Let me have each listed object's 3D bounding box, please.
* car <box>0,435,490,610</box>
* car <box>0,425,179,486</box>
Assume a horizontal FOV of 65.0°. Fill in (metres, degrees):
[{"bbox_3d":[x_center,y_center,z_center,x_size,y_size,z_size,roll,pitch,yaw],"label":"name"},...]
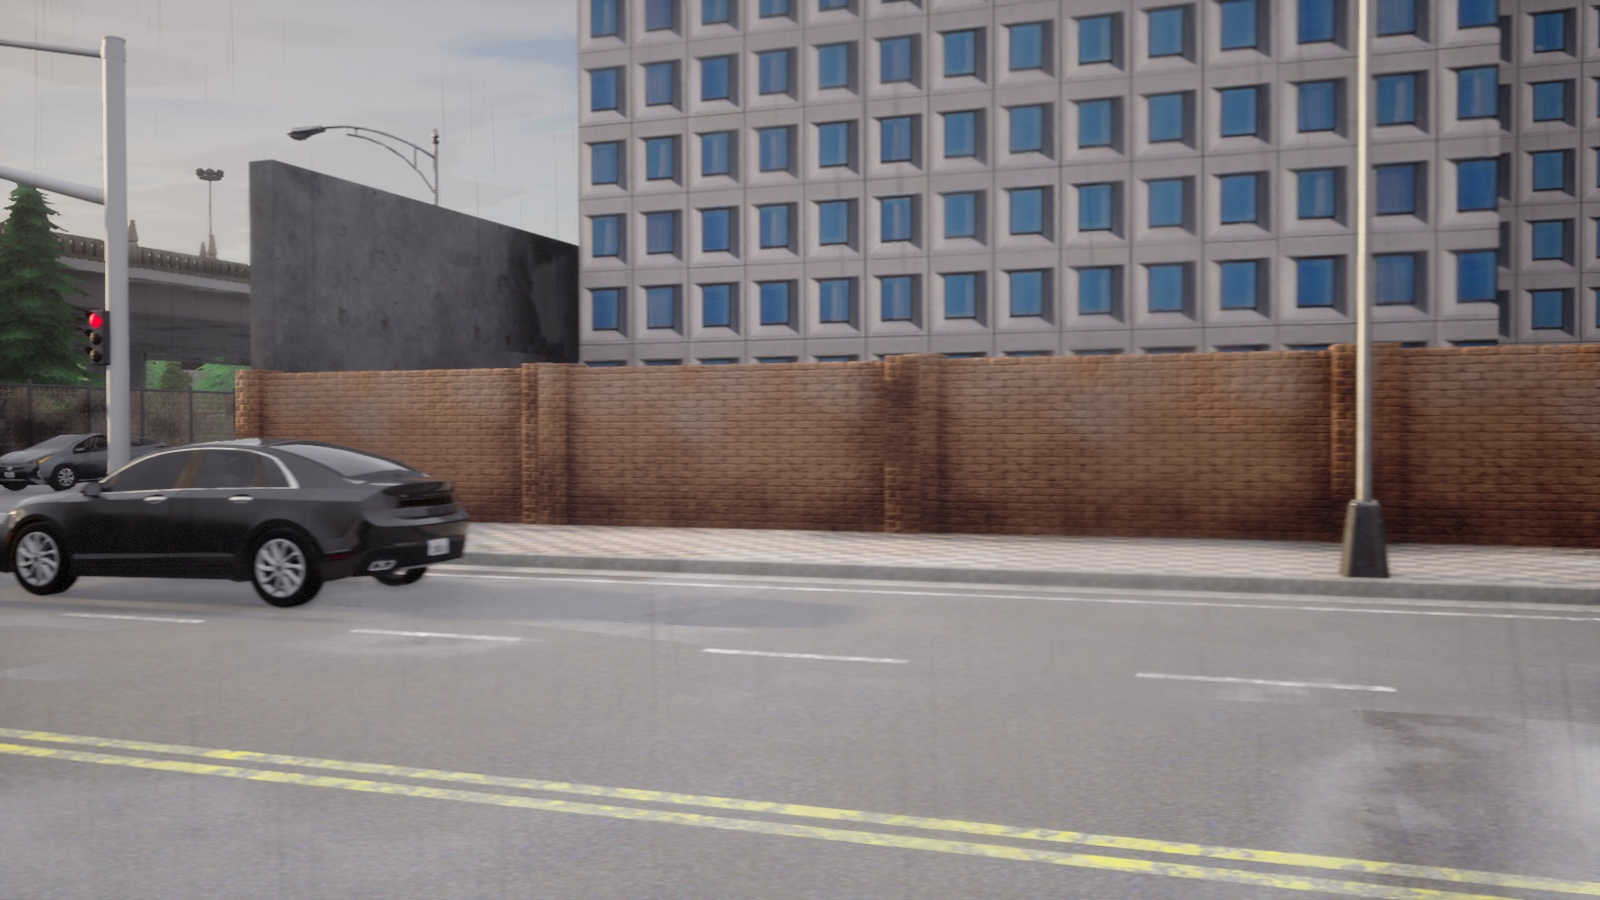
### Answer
[{"bbox_3d":[-5.716,0.610,12.502,4.892,1.490,1.837,1,1,18],"label":"car"},{"bbox_3d":[-19.382,0.100,34.013,2.007,1.525,4.514,1,1,19],"label":"car"}]
